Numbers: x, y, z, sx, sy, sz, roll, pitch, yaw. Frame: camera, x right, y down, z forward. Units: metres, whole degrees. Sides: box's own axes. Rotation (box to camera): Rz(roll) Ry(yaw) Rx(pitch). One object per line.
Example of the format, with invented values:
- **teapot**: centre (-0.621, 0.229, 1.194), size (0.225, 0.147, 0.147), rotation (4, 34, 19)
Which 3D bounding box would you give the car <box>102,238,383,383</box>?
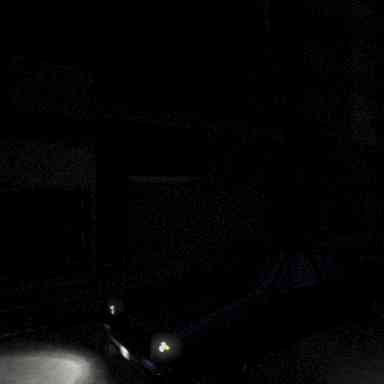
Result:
- **car**: centre (1.363, 1.538, 5.546), size (5.357, 1.411, 2.033), rotation (0, 0, -35)
